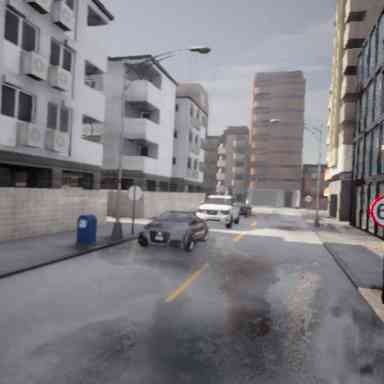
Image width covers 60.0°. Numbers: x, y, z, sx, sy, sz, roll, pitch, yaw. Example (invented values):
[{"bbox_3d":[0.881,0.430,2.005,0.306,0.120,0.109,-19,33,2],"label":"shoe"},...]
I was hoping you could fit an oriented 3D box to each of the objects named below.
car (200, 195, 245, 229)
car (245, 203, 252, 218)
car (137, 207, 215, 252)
[{"bbox_3d":[1.959,1.245,22.867,2.150,2.045,5.566,3,0,16],"label":"car"},{"bbox_3d":[4.737,1.732,32.688,1.895,1.301,4.718,3,0,16],"label":"car"},{"bbox_3d":[-0.624,1.488,13.811,1.994,1.385,4.181,3,0,16],"label":"car"}]
